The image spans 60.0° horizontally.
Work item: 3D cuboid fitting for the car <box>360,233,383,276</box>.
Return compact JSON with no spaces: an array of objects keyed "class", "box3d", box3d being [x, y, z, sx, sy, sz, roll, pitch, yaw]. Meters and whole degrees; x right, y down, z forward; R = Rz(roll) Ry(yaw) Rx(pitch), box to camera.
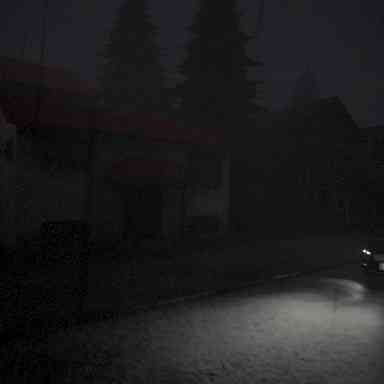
[{"class":"car","box3d":[6.726,1.608,9.589,4.902,1.511,2.128,1,-1,-36]}]
